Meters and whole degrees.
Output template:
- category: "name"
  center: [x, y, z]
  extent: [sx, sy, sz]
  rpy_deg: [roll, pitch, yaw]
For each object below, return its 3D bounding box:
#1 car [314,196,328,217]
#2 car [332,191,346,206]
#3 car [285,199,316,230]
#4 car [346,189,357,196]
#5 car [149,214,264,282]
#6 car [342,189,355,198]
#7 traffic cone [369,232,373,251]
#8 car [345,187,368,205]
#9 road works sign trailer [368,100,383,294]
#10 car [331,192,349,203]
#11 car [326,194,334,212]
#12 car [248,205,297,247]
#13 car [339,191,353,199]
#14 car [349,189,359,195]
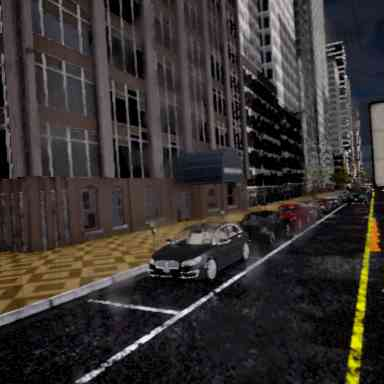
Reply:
- category: "car"
  center: [8.609, 1.299, 24.970]
  extent: [2.008, 1.369, 4.403]
  rpy_deg: [-4, -1, 29]
- category: "car"
  center: [16.807, 0.966, 39.918]
  extent: [2.008, 1.369, 4.403]
  rpy_deg: [-4, -1, 29]
- category: "car"
  center: [5.877, 1.404, 19.988]
  extent: [1.887, 1.381, 4.507]
  rpy_deg: [-4, -1, 29]
- category: "car"
  center: [35.850, 0.163, 74.647]
  extent: [1.752, 1.417, 4.829]
  rpy_deg: [-4, -1, 29]
- category: "car"
  center: [0.413, 1.633, 10.022]
  extent: [2.008, 1.369, 4.403]
  rpy_deg: [-4, -1, 29]
- category: "car"
  center: [30.461, 0.298, 64.832]
  extent: [1.967, 1.590, 4.097]
  rpy_deg: [-4, -1, 29]
- category: "traffic cone"
  center: [6.244, 1.703, 11.424]
  extent: [0.340, 0.580, 0.340]
  rpy_deg: [-4, -1, 29]
- category: "car"
  center: [20.096, 0.447, 40.487]
  extent: [2.150, 2.045, 5.566]
  rpy_deg: [-4, -1, 29]
- category: "road works sign trailer"
  center: [3.944, 0.276, 4.700]
  extent: [2.380, 3.560, 2.880]
  rpy_deg: [-4, -1, 29]
- category: "car"
  center: [22.271, 0.743, 49.883]
  extent: [2.008, 1.369, 4.403]
  rpy_deg: [-4, -1, 29]
- category: "car"
  center: [11.344, 1.219, 29.952]
  extent: [1.802, 1.307, 4.206]
  rpy_deg: [-4, -1, 29]
- category: "car"
  center: [3.146, 1.537, 15.005]
  extent: [1.947, 1.339, 4.313]
  rpy_deg: [-4, -1, 29]
- category: "car"
  center: [27.738, 0.551, 59.847]
  extent: [1.802, 1.307, 4.206]
  rpy_deg: [-4, -1, 29]
- category: "car"
  center: [41.398, -0.024, 84.761]
  extent: [1.947, 1.339, 4.313]
  rpy_deg: [-4, -1, 29]
